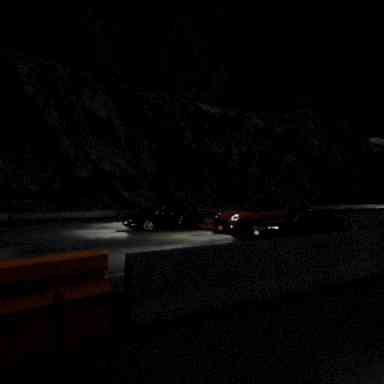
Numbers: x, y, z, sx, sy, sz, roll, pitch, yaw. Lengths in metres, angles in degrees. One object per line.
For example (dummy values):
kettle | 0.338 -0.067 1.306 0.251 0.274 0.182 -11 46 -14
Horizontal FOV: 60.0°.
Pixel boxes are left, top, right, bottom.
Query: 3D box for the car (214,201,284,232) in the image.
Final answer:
car | 3.425 1.294 18.432 4.553 1.767 2.097 0 0 -30

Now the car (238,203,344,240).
car | 4.837 1.449 15.215 4.902 1.511 2.128 0 0 -30

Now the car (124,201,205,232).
car | -1.561 1.428 19.520 4.892 1.490 1.837 0 0 -31

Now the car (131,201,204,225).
car | -1.684 1.413 23.540 4.892 1.490 1.837 0 0 -31
